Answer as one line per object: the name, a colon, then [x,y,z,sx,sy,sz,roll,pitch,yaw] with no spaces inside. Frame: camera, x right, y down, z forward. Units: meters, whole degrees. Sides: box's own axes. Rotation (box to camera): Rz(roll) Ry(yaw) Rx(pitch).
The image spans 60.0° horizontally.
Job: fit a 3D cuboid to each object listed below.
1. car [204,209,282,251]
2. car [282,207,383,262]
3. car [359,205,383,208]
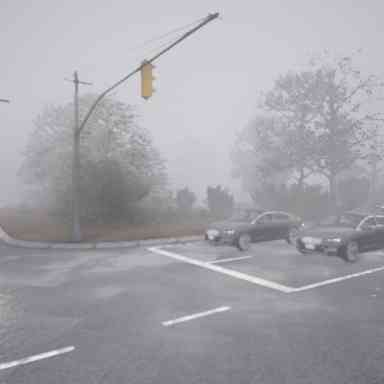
car: [2.774,1.518,14.365,4.902,1.511,2.128,0,0,-34]
car: [5.898,1.524,12.255,4.902,1.511,2.128,0,0,-34]
car: [10.453,1.547,19.482,4.902,1.511,2.128,0,0,-33]
